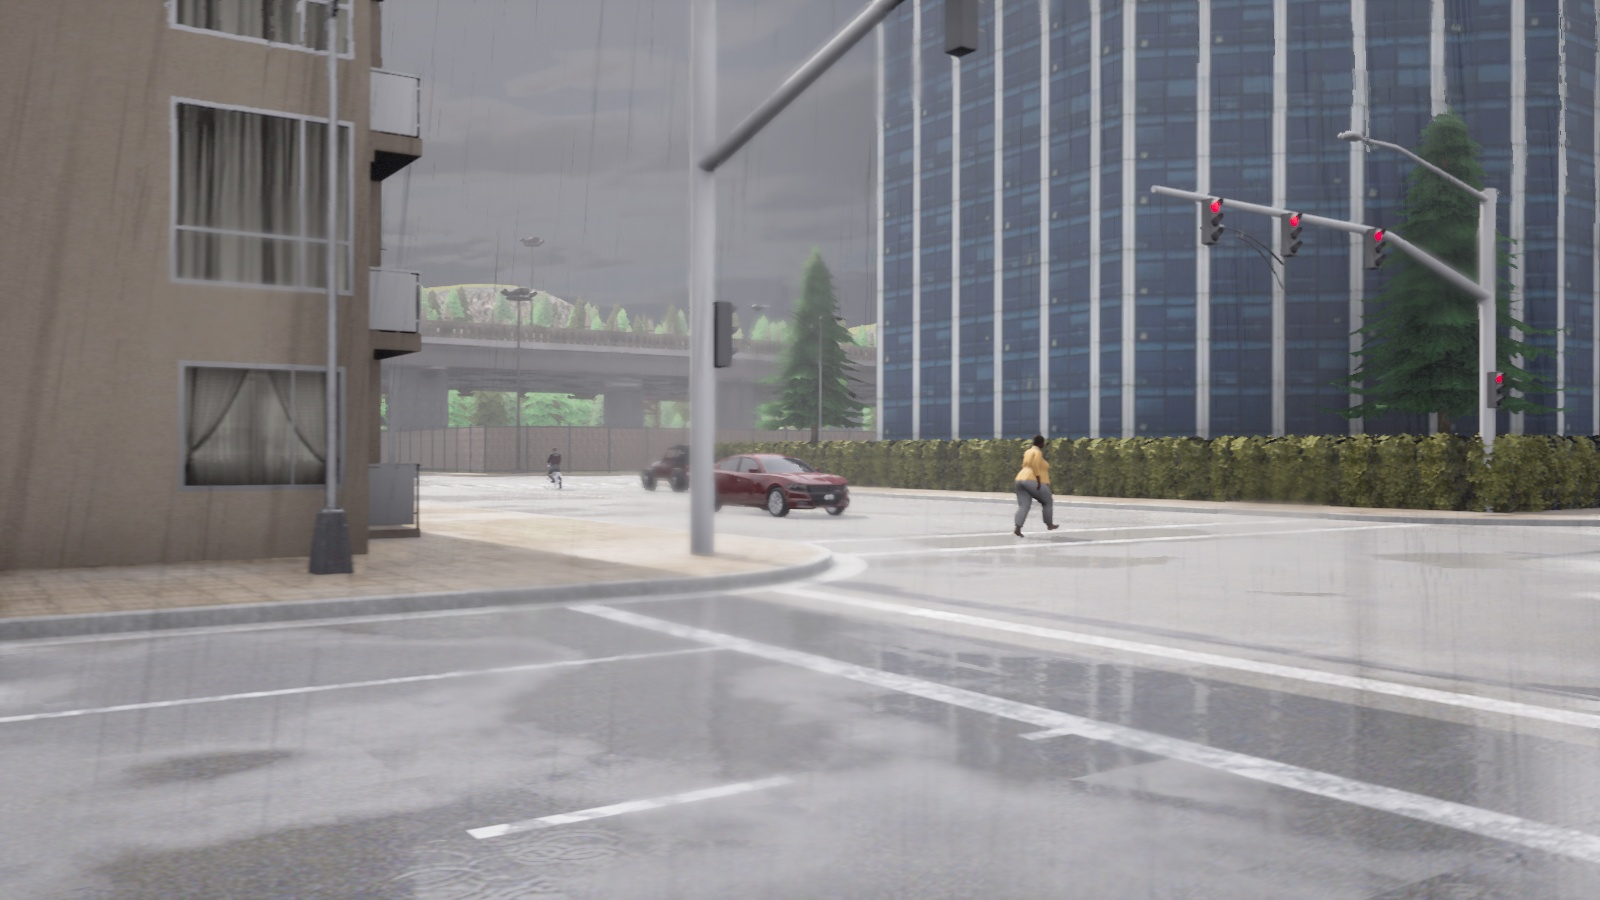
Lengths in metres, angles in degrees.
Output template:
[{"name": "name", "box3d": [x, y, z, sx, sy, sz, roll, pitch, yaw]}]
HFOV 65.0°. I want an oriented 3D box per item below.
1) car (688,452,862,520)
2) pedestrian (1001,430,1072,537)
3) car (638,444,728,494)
[{"name": "car", "box3d": [-0.732, 0.828, 31.196, 1.882, 1.535, 5.008, 0, 0, -34]}, {"name": "pedestrian", "box3d": [4.229, 0.585, 22.511, 0.900, 1.855, 0.874, 0, 0, -28]}, {"name": "car", "box3d": [-4.639, 0.710, 49.367, 1.905, 1.878, 3.866, 0, 0, -34]}]
